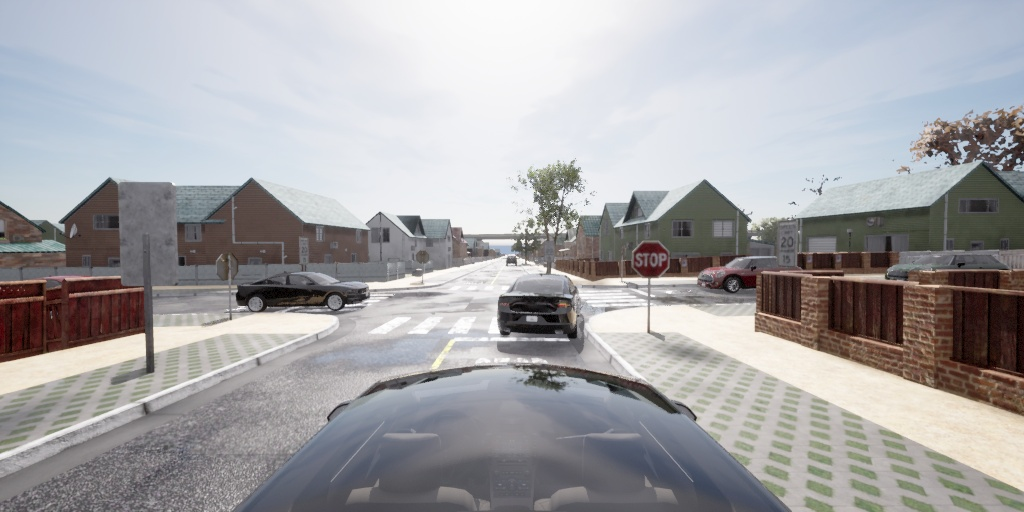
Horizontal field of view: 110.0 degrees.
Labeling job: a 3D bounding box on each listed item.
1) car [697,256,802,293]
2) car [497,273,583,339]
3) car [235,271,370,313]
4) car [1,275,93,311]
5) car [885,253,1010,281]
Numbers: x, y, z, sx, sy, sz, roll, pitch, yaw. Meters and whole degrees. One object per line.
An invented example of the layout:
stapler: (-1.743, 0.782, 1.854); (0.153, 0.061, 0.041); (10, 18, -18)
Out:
car: (11.789, 0.820, 17.884); (4.553, 1.767, 2.097); (-1, 2, 0)
car: (0.949, 1.224, 10.262); (1.882, 1.535, 5.008); (0, 0, 12)
car: (-8.483, 1.377, 14.778); (5.008, 1.535, 1.882); (-1, 2, 0)
car: (-18.036, 1.547, 14.705); (5.008, 1.535, 1.882); (-1, 2, 0)
car: (21.684, 0.646, 17.966); (4.553, 1.767, 2.097); (-1, 2, 0)
